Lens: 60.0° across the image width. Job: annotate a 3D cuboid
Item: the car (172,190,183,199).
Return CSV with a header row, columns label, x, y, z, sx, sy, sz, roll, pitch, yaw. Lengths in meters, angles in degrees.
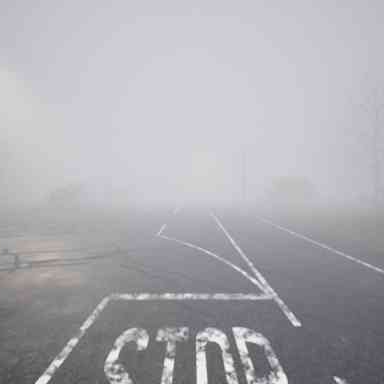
label,x,y,z,sx,sy,sz,roll,pitch,yaw
car,-3.327,0.663,78.256,2.150,2.045,5.566,0,0,2
